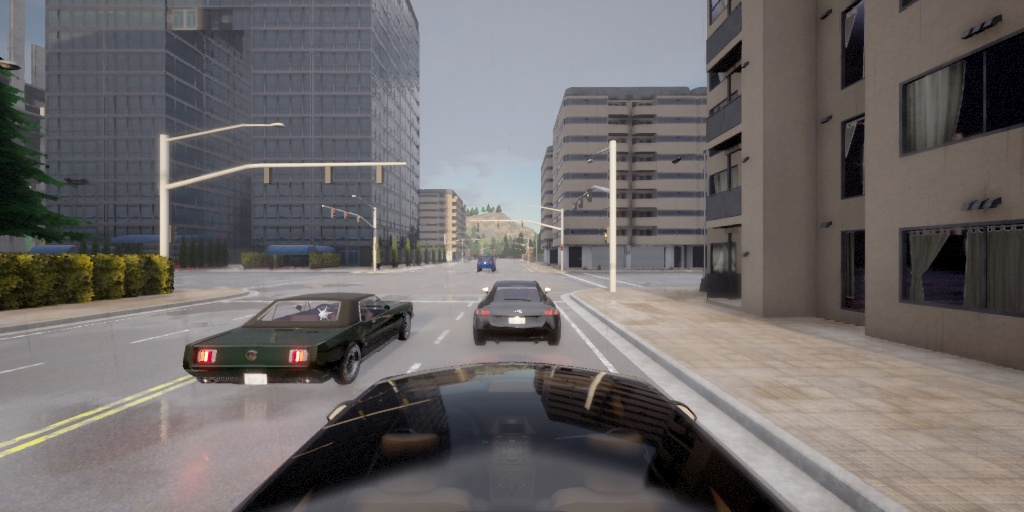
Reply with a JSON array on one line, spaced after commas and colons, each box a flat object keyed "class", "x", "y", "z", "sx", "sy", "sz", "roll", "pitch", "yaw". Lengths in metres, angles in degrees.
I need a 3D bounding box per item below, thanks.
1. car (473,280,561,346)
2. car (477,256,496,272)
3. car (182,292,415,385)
[{"class": "car", "x": 0.123, "y": 1.314, "z": 9.464, "sx": 1.994, "sy": 1.385, "sz": 4.181, "roll": 0, "pitch": 0, "yaw": 0}, {"class": "car", "x": -3.247, "y": 0.971, "z": 46.222, "sx": 2.150, "sy": 2.045, "sz": 5.566, "roll": 0, "pitch": 0, "yaw": 0}, {"class": "car", "x": -3.386, "y": 1.351, "z": 6.984, "sx": 1.895, "sy": 1.301, "sz": 4.718, "roll": 0, "pitch": 0, "yaw": 0}]
